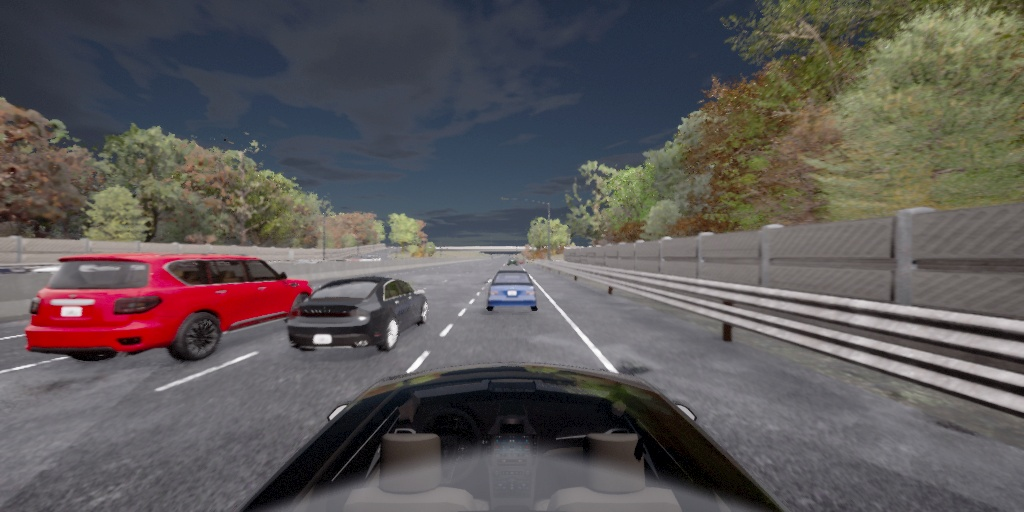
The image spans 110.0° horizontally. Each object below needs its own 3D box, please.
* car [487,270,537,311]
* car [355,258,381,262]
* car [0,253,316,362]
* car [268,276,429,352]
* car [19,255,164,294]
[{"bbox_3d":[0.005,1.276,14.406,2.033,1.411,5.357,0,0,0],"label":"car"},{"bbox_3d":[-20.980,1.346,53.354,1.895,1.301,4.718,0,0,0],"label":"car"},{"bbox_3d":[-6.897,0.959,8.300,2.150,2.045,5.566,0,0,0],"label":"car"},{"bbox_3d":[-3.396,1.242,8.856,1.837,1.490,4.892,0,0,0],"label":"car"},{"bbox_3d":[-24.582,0.943,21.445,2.150,2.045,5.566,0,0,0],"label":"car"}]
